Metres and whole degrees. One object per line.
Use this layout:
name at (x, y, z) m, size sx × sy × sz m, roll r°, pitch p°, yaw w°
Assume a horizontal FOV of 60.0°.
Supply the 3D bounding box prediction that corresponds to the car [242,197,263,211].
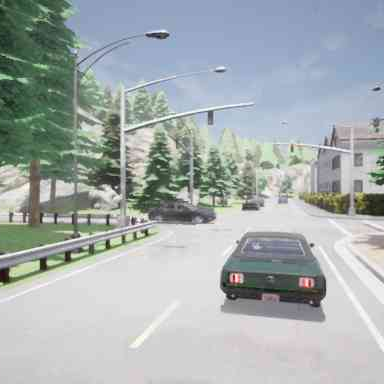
car at (7.332, 1.592, 41.207) m, size 1.895 × 1.301 × 4.718 m, roll 0°, pitch 0°, yaw 16°

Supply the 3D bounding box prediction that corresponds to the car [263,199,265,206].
car at (10.072, 1.481, 51.024) m, size 2.128 × 1.511 × 4.902 m, roll 0°, pitch 0°, yaw 16°

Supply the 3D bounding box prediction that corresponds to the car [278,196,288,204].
car at (17.362, 1.534, 63.527) m, size 2.033 × 1.411 × 5.357 m, roll 0°, pitch 0°, yaw 16°

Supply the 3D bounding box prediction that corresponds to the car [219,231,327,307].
car at (1.986, 1.599, 8.066) m, size 1.895 × 1.301 × 4.718 m, roll 0°, pitch 0°, yaw 15°

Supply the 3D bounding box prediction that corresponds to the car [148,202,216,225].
car at (-0.710, 1.510, 23.762) m, size 4.892 × 1.490 × 1.837 m, roll -1°, pitch 0°, yaw 15°
